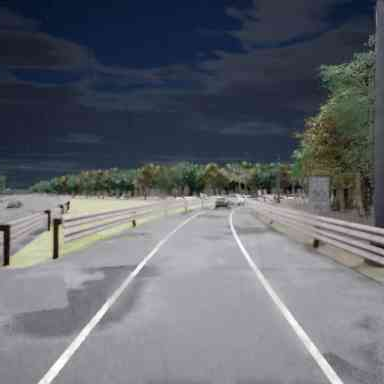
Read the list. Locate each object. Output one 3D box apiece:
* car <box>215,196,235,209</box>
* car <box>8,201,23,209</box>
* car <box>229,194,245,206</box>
[{"bbox_3d":[4.419,1.644,46.911,1.837,1.490,4.892,0,0,14],"label":"car"},{"bbox_3d":[-30.368,2.179,57.278,2.033,1.411,5.357,0,-1,-20],"label":"car"},{"bbox_3d":[7.752,1.381,58.553,2.150,2.045,5.566,0,0,20],"label":"car"}]
